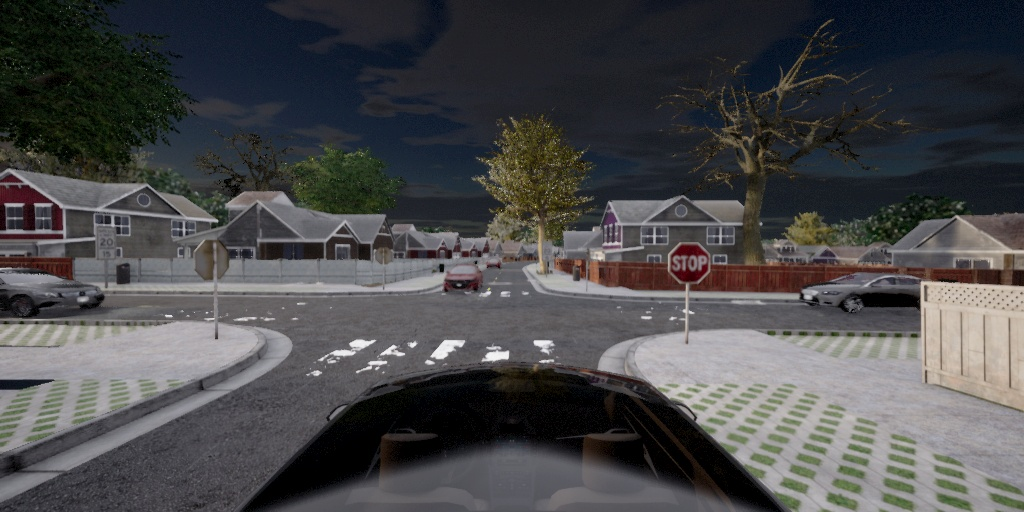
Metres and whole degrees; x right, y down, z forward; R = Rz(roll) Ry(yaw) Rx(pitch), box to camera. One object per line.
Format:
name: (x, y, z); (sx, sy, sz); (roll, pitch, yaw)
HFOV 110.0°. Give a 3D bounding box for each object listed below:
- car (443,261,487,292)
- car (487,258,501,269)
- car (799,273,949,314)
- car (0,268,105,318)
car: (-2.746, 1.220, 21.115); (1.882, 1.535, 5.008); (0, 0, 0)
car: (-2.704, 1.102, 53.176); (1.882, 1.535, 5.008); (0, 0, 1)
car: (14.285, 1.421, 14.283); (4.902, 1.511, 2.128); (1, 1, 1)
car: (-16.271, 1.129, 11.679); (4.674, 1.442, 1.812); (0, 1, 1)
